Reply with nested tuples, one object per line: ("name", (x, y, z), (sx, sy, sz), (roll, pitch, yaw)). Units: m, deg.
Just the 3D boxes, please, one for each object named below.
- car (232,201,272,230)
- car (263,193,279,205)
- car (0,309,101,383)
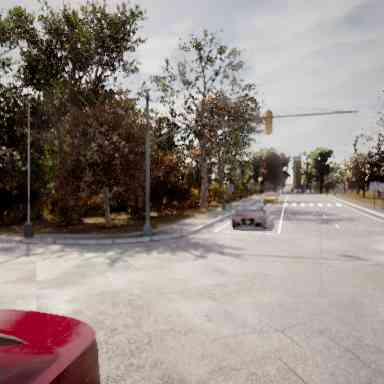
("car", (3.745, 1.515, 21.019), (1.994, 1.385, 4.181), (0, 1, 16))
("car", (10.524, 0.835, 44.306), (1.882, 1.535, 5.008), (0, 2, 16))
("car", (-2.118, 1.482, 0.855), (1.882, 1.535, 5.008), (0, 0, 14))
